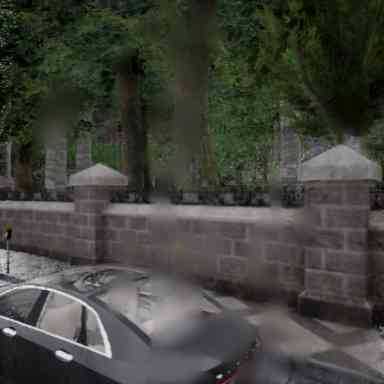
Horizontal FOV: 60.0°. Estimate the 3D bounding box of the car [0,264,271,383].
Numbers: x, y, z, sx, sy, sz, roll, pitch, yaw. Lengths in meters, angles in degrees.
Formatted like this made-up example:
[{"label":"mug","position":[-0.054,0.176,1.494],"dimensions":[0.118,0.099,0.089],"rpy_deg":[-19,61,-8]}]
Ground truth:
[{"label":"car","position":[-1.306,1.556,3.898],"dimensions":[4.403,1.369,2.008],"rpy_deg":[0,0,36]}]
